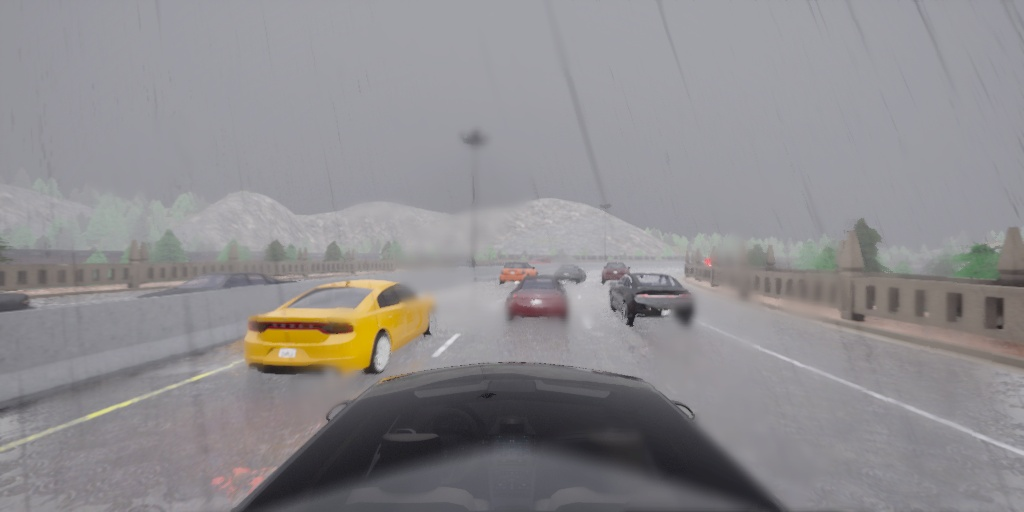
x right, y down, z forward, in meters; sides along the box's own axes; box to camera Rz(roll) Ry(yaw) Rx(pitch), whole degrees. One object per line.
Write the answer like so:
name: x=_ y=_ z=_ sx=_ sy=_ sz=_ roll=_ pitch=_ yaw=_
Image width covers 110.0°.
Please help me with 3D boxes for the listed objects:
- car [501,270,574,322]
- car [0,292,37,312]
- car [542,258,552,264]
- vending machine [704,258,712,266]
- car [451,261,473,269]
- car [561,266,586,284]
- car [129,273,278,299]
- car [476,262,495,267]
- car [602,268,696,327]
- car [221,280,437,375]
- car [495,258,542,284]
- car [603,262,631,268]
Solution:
car: x=0.999 y=1.371 z=12.636 sx=1.994 sy=1.385 sz=4.181 roll=0 pitch=0 yaw=7
car: x=-13.821 y=1.258 z=7.198 sx=2.033 sy=1.411 sz=5.357 roll=0 pitch=0 yaw=3
car: x=4.056 y=1.235 z=52.946 sx=2.150 sy=2.045 sz=5.566 roll=0 pitch=-1 yaw=32
vending machine: x=18.169 y=1.178 z=32.910 sx=1.100 sy=2.100 sz=0.880 roll=0 pitch=0 yaw=24
car: x=-6.289 y=1.449 z=48.547 sx=1.837 sy=1.490 sz=4.892 roll=0 pitch=-1 yaw=26
car: x=4.906 y=1.468 z=29.469 sx=1.994 sy=1.385 sz=4.181 roll=0 pitch=0 yaw=18
car: x=-9.852 y=1.302 z=12.417 sx=2.033 sy=1.411 sz=5.357 roll=0 pitch=0 yaw=7
car: x=-2.473 y=1.524 z=48.349 sx=1.994 sy=1.385 sz=4.181 roll=0 pitch=0 yaw=27
car: x=4.409 y=1.311 z=11.886 sx=2.128 sy=1.511 sz=4.902 roll=0 pitch=0 yaw=7
car: x=-3.033 y=1.241 z=7.577 sx=1.882 sy=1.535 sz=5.008 roll=0 pitch=0 yaw=4
car: x=0.611 y=1.227 z=27.486 sx=2.097 sy=1.767 sz=4.553 roll=0 pitch=0 yaw=16
car: x=8.564 y=1.273 z=29.363 sx=2.097 sy=1.767 sz=4.553 roll=0 pitch=0 yaw=18
